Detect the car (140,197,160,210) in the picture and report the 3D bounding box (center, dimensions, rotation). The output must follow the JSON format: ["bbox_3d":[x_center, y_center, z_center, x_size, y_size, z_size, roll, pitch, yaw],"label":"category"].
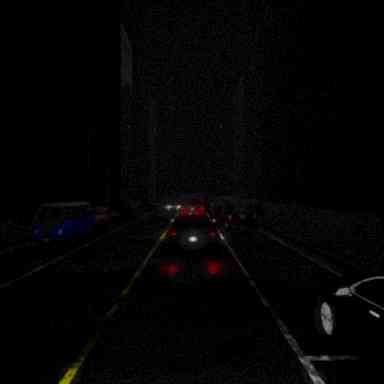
[{"bbox_3d":[-5.670,1.583,43.271,1.947,1.339,4.313,0,0,0],"label":"car"}]

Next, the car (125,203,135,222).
[{"bbox_3d":[-5.671,1.575,26.325,1.947,1.339,4.313,0,0,0],"label":"car"}]

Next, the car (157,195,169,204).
[{"bbox_3d":[-5.670,1.469,65.866,1.967,1.590,4.097,0,0,0],"label":"car"}]

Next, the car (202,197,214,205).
[{"bbox_3d":[2.856,1.571,60.221,1.887,1.381,4.507,0,0,0],"label":"car"}]

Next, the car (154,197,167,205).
[{"bbox_3d":[-5.669,1.577,60.217,2.008,1.369,4.403,0,0,0],"label":"car"}]

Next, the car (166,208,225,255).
[{"bbox_3d":[0.050,1.569,13.297,1.994,1.385,4.181,0,0,0],"label":"car"}]

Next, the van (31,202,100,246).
[{"bbox_3d":[-5.673,1.346,15.027,1.690,1.788,3.998,0,0,0],"label":"van"}]

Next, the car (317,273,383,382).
[{"bbox_3d":[2.853,1.552,3.736,2.008,1.369,4.403,0,0,0],"label":"car"}]

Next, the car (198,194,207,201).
[{"bbox_3d":[2.856,1.358,88.464,2.192,1.841,5.009,0,0,0],"label":"car"}]

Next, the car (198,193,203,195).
[{"bbox_3d":[2.354,1.491,73.934,1.801,1.575,5.366,0,0,0],"label":"car"}]

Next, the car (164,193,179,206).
[{"bbox_3d":[-3.054,1.246,57.287,2.150,2.045,5.566,0,0,1],"label":"car"}]

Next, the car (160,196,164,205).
[{"bbox_3d":[-5.670,1.565,48.919,1.887,1.381,4.507,0,0,0],"label":"car"}]

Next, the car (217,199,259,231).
[{"bbox_3d":[2.853,1.446,20.681,1.967,1.590,4.097,0,0,0],"label":"car"}]

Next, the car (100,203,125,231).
[{"bbox_3d":[-5.671,1.532,20.506,1.752,1.417,4.829,0,0,0],"label":"car"}]

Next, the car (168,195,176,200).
[{"bbox_3d":[-5.667,1.590,94.111,1.887,1.381,4.507,0,0,0],"label":"car"}]

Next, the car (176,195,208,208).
[{"bbox_3d":[0.049,1.361,27.892,2.097,1.767,4.553,0,0,1],"label":"car"}]

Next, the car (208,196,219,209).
[{"bbox_3d":[2.854,1.451,31.978,1.967,1.590,4.097,0,0,0],"label":"car"}]

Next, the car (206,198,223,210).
[{"bbox_3d":[2.855,1.561,43.275,1.887,1.381,4.507,0,0,0],"label":"car"}]
